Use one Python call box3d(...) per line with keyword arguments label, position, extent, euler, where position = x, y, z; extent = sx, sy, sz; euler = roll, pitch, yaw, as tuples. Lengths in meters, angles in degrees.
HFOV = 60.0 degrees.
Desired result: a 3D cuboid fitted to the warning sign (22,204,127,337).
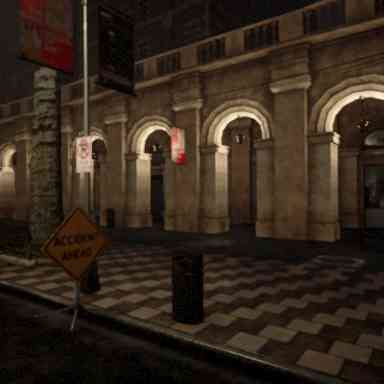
box3d(label="warning sign", position=(-1.951, 1.160, 5.632), extent=(1.060, 1.860, 1.300), euler=(-1, 0, 36))
